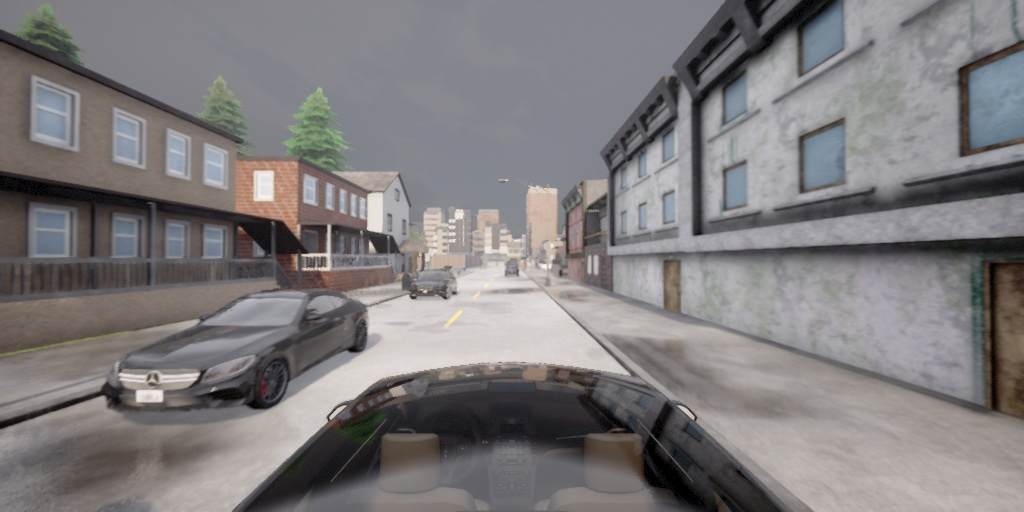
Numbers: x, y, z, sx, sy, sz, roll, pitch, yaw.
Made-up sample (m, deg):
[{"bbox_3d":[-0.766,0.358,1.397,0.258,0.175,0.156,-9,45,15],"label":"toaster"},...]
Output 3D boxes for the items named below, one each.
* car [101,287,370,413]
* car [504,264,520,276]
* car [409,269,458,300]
[{"bbox_3d":[-4.104,1.336,6.387,1.812,1.442,4.674,0,0,0],"label":"car"},{"bbox_3d":[0.014,1.791,45.723,2.128,1.511,4.902,0,-1,0],"label":"car"},{"bbox_3d":[-4.112,1.478,19.399,1.837,1.490,4.892,0,-1,0],"label":"car"}]
